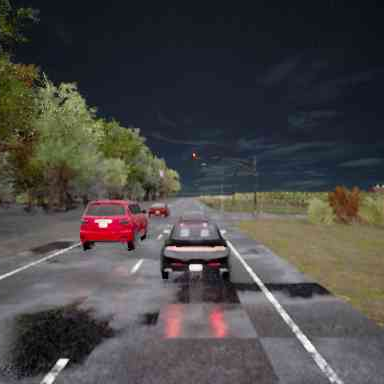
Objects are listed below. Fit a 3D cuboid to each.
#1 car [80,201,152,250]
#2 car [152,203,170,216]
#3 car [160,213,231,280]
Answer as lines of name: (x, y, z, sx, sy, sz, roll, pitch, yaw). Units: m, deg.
car: (-3.411, 1.403, 15.441, 2.150, 2.045, 5.566, 0, -1, 0)
car: (-3.428, 1.892, 35.488, 1.882, 1.535, 5.008, 0, 0, 0)
car: (0.091, 1.613, 10.331, 2.128, 1.511, 4.902, 0, -1, 0)
